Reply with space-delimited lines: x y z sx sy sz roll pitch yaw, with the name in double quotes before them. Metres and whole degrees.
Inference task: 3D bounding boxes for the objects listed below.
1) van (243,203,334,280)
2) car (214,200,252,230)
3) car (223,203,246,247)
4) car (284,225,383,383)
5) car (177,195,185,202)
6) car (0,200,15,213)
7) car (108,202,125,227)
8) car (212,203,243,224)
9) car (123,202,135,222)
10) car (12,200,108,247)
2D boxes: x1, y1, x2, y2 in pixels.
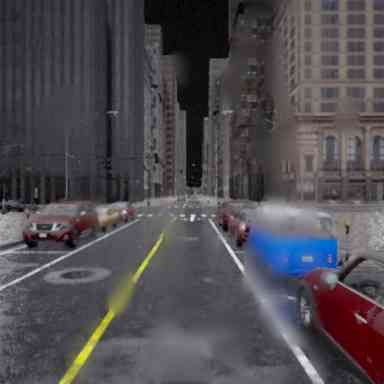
"van" 2.758 1.372 9.796 1.690 1.788 3.998 0 0 0
"car" 2.757 1.382 20.999 2.192 1.841 5.009 0 0 0
"car" 2.758 1.489 15.396 1.967 1.590 4.097 0 0 0
"car" 2.759 1.454 4.193 1.967 1.590 4.097 0 0 0
"car" -2.838 1.645 87.017 2.097 1.767 4.553 0 0 0
"car" -20.482 1.721 38.846 5.008 1.535 1.882 1 0 0
"car" -5.768 1.592 20.826 1.752 1.417 4.829 0 0 0
"car" 2.757 1.635 26.600 2.008 1.369 4.403 0 0 0
"car" -5.768 1.525 26.599 1.967 1.590 4.097 0 0 0
"car" -5.768 1.364 15.395 2.192 1.841 5.009 0 0 0
